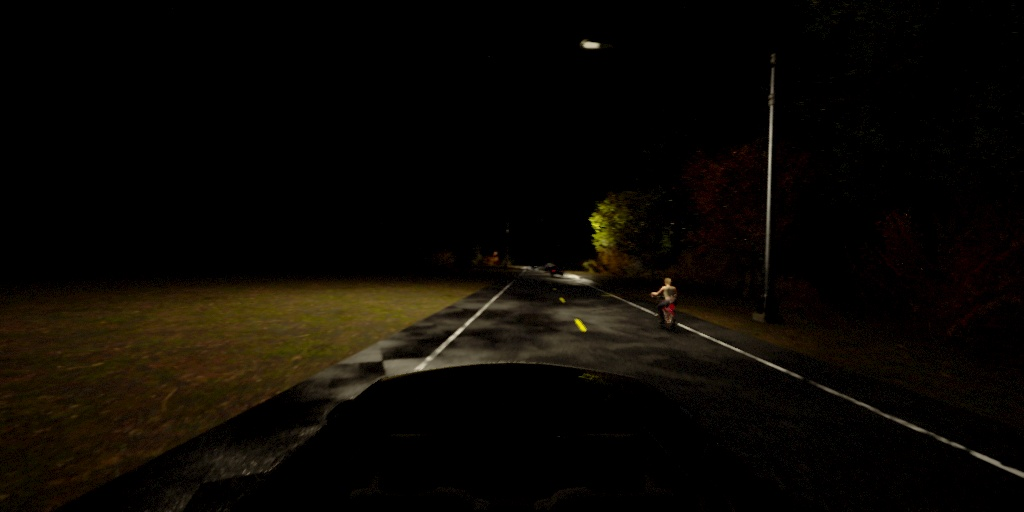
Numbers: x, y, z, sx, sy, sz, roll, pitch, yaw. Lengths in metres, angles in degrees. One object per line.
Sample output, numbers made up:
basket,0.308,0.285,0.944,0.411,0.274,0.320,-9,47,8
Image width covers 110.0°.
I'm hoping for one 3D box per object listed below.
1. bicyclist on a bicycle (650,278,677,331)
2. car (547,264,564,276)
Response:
bicyclist on a bicycle,4.962,1.506,11.560,0.866,1.612,1.509,2,-1,3
car,6.671,2.220,53.407,2.033,1.411,5.357,2,-1,4
